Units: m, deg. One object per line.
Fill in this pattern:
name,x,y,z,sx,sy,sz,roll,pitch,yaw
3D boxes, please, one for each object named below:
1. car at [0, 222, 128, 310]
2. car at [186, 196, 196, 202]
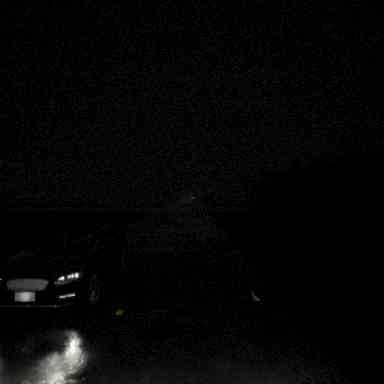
car,-2.834,1.525,8.102,2.128,1.511,4.902,0,0,0
car,0.164,1.860,89.255,2.128,1.511,4.902,0,0,0
